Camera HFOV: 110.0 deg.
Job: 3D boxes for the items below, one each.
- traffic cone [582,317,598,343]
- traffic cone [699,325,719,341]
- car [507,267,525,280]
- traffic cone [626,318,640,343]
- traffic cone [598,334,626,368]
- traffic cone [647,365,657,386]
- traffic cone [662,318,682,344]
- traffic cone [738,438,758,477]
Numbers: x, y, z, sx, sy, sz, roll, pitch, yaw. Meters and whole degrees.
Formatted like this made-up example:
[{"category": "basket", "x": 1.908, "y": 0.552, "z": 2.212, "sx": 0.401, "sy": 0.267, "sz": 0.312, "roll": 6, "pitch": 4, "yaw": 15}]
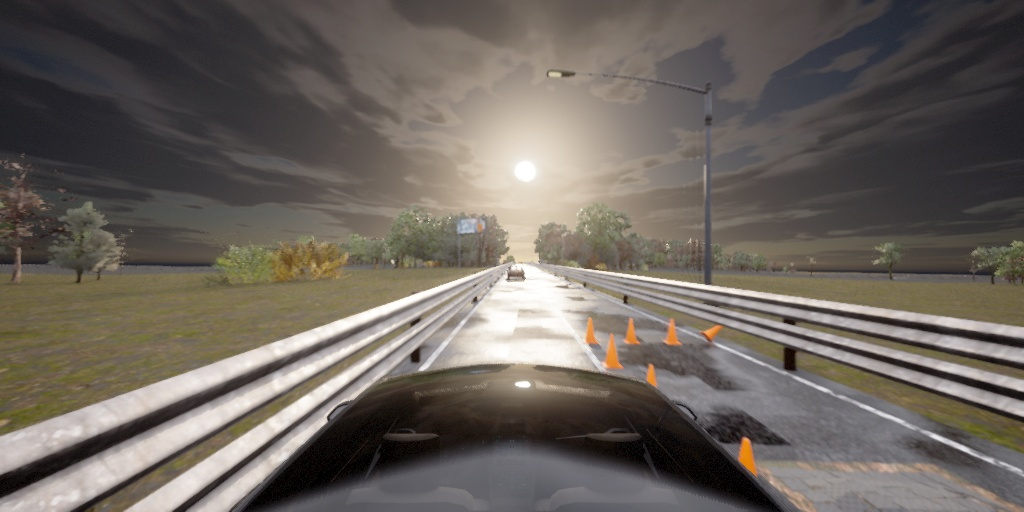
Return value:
[{"category": "traffic cone", "x": 1.923, "y": 1.808, "z": 8.822, "sx": 0.340, "sy": 0.580, "sz": 0.340, "roll": 0, "pitch": 0, "yaw": 1}, {"category": "traffic cone", "x": 4.775, "y": 1.708, "z": 8.826, "sx": 0.340, "sy": 0.580, "sz": 0.340, "roll": 0, "pitch": 0, "yaw": 5}, {"category": "car", "x": 0.432, "y": 1.763, "z": 37.198, "sx": 1.895, "sy": 1.301, "sz": 4.718, "roll": 1, "pitch": -1, "yaw": 1}, {"category": "traffic cone", "x": 2.923, "y": 1.819, "z": 8.809, "sx": 0.340, "sy": 0.580, "sz": 0.340, "roll": 0, "pitch": 0, "yaw": 1}, {"category": "traffic cone", "x": 1.897, "y": 1.785, "z": 6.822, "sx": 0.340, "sy": 0.580, "sz": 0.340, "roll": 0, "pitch": 0, "yaw": 1}, {"category": "traffic cone", "x": 1.870, "y": 1.761, "z": 4.823, "sx": 0.340, "sy": 0.580, "sz": 0.340, "roll": 0, "pitch": 0, "yaw": 1}, {"category": "traffic cone", "x": 3.922, "y": 1.829, "z": 8.796, "sx": 0.340, "sy": 0.580, "sz": 0.340, "roll": 0, "pitch": 0, "yaw": 1}, {"category": "traffic cone", "x": 1.844, "y": 1.738, "z": 2.823, "sx": 0.340, "sy": 0.580, "sz": 0.340, "roll": 0, "pitch": 0, "yaw": 1}]
